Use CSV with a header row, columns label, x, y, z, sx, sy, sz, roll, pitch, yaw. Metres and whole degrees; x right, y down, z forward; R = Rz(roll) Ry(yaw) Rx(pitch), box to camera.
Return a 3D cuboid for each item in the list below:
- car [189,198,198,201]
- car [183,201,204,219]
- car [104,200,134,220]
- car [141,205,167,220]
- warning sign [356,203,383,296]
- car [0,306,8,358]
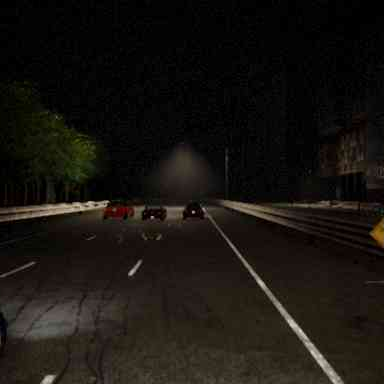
label,x,y,z,sx,sy,sz,roll,pitch,yaw
car,0.145,1.915,47.307,2.128,1.511,4.902,0,-1,0
car,0.137,1.845,32.222,1.994,1.385,4.181,0,-1,0
car,-6.864,1.628,31.628,2.097,1.767,4.553,0,-1,0
car,-3.364,1.866,30.429,1.895,1.301,4.718,0,-1,0
warning sign,4.546,1.182,7.307,1.300,1.860,1.060,-1,-1,0
car,-3.398,1.550,2.565,1.812,1.442,4.674,0,-1,0
